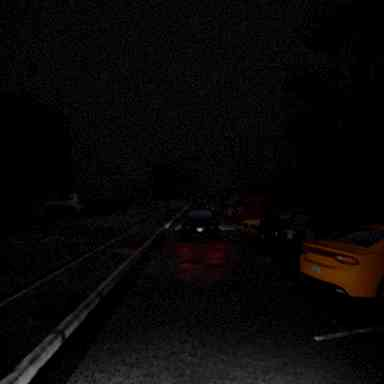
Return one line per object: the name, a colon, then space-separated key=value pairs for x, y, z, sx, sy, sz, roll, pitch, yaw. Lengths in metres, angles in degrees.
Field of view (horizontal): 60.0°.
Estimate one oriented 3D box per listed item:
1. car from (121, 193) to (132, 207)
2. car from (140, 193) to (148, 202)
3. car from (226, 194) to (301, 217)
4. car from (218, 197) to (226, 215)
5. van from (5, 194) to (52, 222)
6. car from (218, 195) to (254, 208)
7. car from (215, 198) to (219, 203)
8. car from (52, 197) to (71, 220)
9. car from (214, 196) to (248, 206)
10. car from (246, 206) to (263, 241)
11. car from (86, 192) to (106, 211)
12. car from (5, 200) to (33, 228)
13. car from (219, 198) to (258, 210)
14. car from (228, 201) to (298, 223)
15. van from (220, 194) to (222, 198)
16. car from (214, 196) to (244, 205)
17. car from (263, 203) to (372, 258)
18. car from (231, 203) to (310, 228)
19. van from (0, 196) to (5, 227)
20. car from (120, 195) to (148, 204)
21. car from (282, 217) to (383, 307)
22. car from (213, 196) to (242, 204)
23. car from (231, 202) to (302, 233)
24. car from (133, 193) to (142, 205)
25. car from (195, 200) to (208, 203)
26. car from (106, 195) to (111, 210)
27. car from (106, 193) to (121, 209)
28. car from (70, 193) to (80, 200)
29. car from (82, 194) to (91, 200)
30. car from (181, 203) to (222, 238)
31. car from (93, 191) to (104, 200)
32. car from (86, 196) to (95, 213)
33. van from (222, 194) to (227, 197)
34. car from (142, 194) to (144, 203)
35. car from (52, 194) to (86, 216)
car: x=-11.993 y=1.213 z=47.953 sx=5.566 sy=2.045 sz=2.435 roll=-1 pitch=0 yaw=-18
car: x=-11.464 y=1.201 z=62.984 sx=5.566 sy=2.045 sz=2.435 roll=-1 pitch=0 yaw=-18
car: x=5.235 y=1.230 z=19.541 sx=5.566 sy=2.045 sz=2.435 roll=1 pitch=0 yaw=-18
car: x=5.329 y=1.474 z=28.391 sx=5.366 sy=1.575 sz=1.946 roll=1 pitch=0 yaw=-18
van: x=-12.751 y=1.239 z=23.945 sx=4.442 sy=1.987 sz=1.878 roll=-1 pitch=0 yaw=-18
car: x=6.088 y=1.349 z=46.295 sx=4.553 sy=1.767 sz=2.185 roll=1 pitch=0 yaw=-18
car: x=5.942 y=1.225 z=40.362 sx=5.566 sy=2.045 sz=2.435 roll=1 pitch=0 yaw=-18
car: x=-12.756 y=1.466 z=26.911 sx=5.008 sy=1.535 sz=2.097 roll=-1 pitch=0 yaw=-18
car: x=6.638 y=1.472 z=56.117 sx=5.366 sy=1.575 sz=1.946 roll=1 pitch=0 yaw=-18
car: x=5.027 y=1.484 z=13.591 sx=4.892 sy=1.521 sz=2.231 roll=1 pitch=0 yaw=-18
car: x=-12.466 y=1.214 z=35.906 sx=5.566 sy=2.045 sz=2.435 roll=-1 pitch=0 yaw=-18
car: x=-12.987 y=1.496 z=20.882 sx=4.792 sy=1.488 sz=2.163 roll=-1 pitch=0 yaw=-18
car: x=6.017 y=1.516 z=43.324 sx=4.674 sy=1.452 sz=2.002 roll=1 pitch=0 yaw=-18
car: x=5.431 y=1.509 z=25.489 sx=4.792 sy=1.488 sz=2.163 roll=1 pitch=0 yaw=-18
van: x=5.601 y=1.250 z=34.362 sx=4.442 sy=1.987 sz=1.878 roll=1 pitch=0 yaw=-18
car: x=6.579 y=1.473 z=59.446 sx=4.892 sy=1.521 sz=2.231 roll=1 pitch=0 yaw=-18
car: x=4.934 y=1.358 z=10.614 sx=4.553 sy=1.767 sz=2.185 roll=1 pitch=0 yaw=-19
car: x=5.278 y=1.509 z=22.490 sx=4.792 sy=1.488 sz=2.163 roll=1 pitch=0 yaw=-18
van: x=-12.951 y=1.238 z=17.924 sx=4.442 sy=1.987 sz=1.878 roll=-1 pitch=0 yaw=-18
car: x=-11.496 y=1.437 z=65.962 sx=5.366 sy=1.575 sz=1.946 roll=-1 pitch=1 yaw=-18
car: x=4.895 y=1.485 z=7.658 sx=5.008 sy=1.535 sz=2.097 roll=1 pitch=0 yaw=-19
car: x=6.712 y=1.471 z=62.838 sx=4.892 sy=1.521 sz=2.231 roll=1 pitch=0 yaw=-18
car: x=4.940 y=1.476 z=16.496 sx=5.366 sy=1.575 sz=1.946 roll=1 pitch=0 yaw=-18
car: x=-11.676 y=1.464 z=56.962 sx=5.008 sy=1.535 sz=2.097 roll=-1 pitch=0 yaw=-18
car: x=1.083 y=1.594 z=37.490 sx=1.895 sy=1.301 sz=4.718 roll=0 pitch=0 yaw=2
car: x=-12.306 y=1.494 z=38.936 sx=4.792 sy=1.488 sz=2.163 roll=-1 pitch=0 yaw=-18
car: x=-12.207 y=1.213 z=41.942 sx=5.566 sy=2.045 sz=2.435 roll=-1 pitch=0 yaw=-18
car: x=-29.353 y=1.138 z=83.324 sx=2.231 sy=1.521 sz=4.892 roll=0 pitch=-1 yaw=-17
car: x=-26.399 y=1.175 z=83.184 sx=2.002 sy=1.452 sz=4.674 roll=1 pitch=-1 yaw=-17
car: x=0.429 y=1.523 z=17.458 sx=1.812 sy=1.442 sz=4.674 roll=0 pitch=0 yaw=2
car: x=-23.427 y=0.881 z=83.022 sx=2.435 sy=2.045 sz=5.566 roll=1 pitch=-1 yaw=-17
car: x=-12.546 y=1.465 z=32.918 sx=5.008 sy=1.535 sz=2.097 roll=-1 pitch=0 yaw=-18
van: x=5.501 y=1.251 z=31.386 sx=4.442 sy=1.987 sz=1.878 roll=1 pitch=0 yaw=-18
car: x=-11.554 y=1.501 z=59.985 sx=4.674 sy=1.452 sz=2.002 roll=-1 pitch=0 yaw=-18
car: x=-12.676 y=1.215 z=29.902 sx=5.566 sy=2.045 sz=2.435 roll=-1 pitch=0 yaw=-18
